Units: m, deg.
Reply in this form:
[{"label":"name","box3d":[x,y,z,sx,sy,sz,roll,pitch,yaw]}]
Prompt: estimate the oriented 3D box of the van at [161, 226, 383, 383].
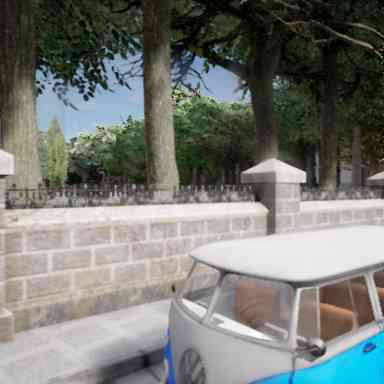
[{"label":"van","box3d":[1.577,1.340,3.612,3.998,1.788,1.690,0,0,-36]}]
